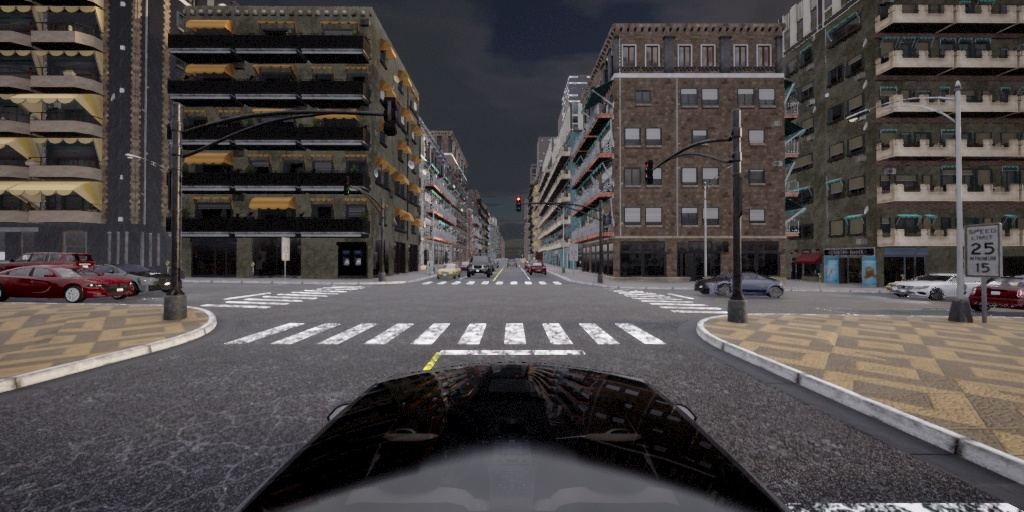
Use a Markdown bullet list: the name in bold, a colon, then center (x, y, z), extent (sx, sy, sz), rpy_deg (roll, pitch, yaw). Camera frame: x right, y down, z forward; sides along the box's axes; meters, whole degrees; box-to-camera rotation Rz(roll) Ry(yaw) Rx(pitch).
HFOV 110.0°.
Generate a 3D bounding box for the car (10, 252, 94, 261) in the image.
- **car**: center (-28.641, 0.686, 21.998), extent (5.009, 1.841, 2.192), rpy_deg (0, 0, 0)

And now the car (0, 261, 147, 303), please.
- **car**: center (-17.259, 1.012, 13.700), extent (4.507, 1.381, 1.888), rpy_deg (0, 0, 0)

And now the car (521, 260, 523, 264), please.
- **car**: center (2.706, 1.346, 54.917), extent (1.802, 1.307, 4.207), rpy_deg (0, 0, 0)

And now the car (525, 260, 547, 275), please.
- **car**: center (2.701, 1.303, 38.346), extent (1.888, 1.381, 4.507), rpy_deg (0, 0, 0)

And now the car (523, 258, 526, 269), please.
- **car**: center (2.703, 1.200, 43.870), extent (1.967, 1.591, 4.097), rpy_deg (0, 0, 0)

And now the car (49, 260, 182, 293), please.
- **car**: center (-17.674, 1.049, 16.290), extent (4.181, 1.385, 1.994), rpy_deg (1, -1, -1)

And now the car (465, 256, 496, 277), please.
- **car**: center (-3.091, 0.979, 35.247), extent (2.150, 2.045, 5.566), rpy_deg (0, 0, 0)

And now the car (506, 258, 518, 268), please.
- **car**: center (0.018, 1.259, 63.775), extent (2.128, 1.511, 4.902), rpy_deg (0, 0, 0)

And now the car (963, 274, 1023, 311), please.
- **car**: center (20.838, 1.500, 14.011), extent (4.097, 1.591, 1.967), rpy_deg (0, 0, 0)

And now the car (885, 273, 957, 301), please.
- **car**: center (23.924, 1.691, 19.797), extent (4.674, 1.442, 1.812), rpy_deg (1, -1, 0)

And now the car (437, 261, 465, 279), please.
- **car**: center (-5.681, 1.282, 32.669), extent (1.751, 1.417, 4.829), rpy_deg (0, 0, 0)

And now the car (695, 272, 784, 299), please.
- **car**: center (12.462, 1.552, 19.795), extent (4.181, 1.385, 1.994), rpy_deg (1, -1, 2)

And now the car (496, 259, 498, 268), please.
- **car**: center (-3.086, 1.264, 45.897), extent (1.837, 1.490, 4.892), rpy_deg (0, 0, 0)
